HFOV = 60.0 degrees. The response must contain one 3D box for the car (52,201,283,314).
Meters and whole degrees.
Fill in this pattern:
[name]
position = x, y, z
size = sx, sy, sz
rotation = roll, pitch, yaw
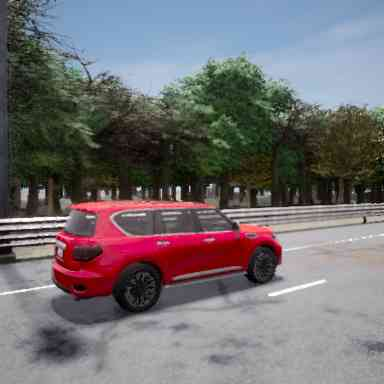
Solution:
[car]
position = -0.307, 1.225, 7.861
size = 5.566, 2.045, 2.150
rotation = 0, 0, -35
